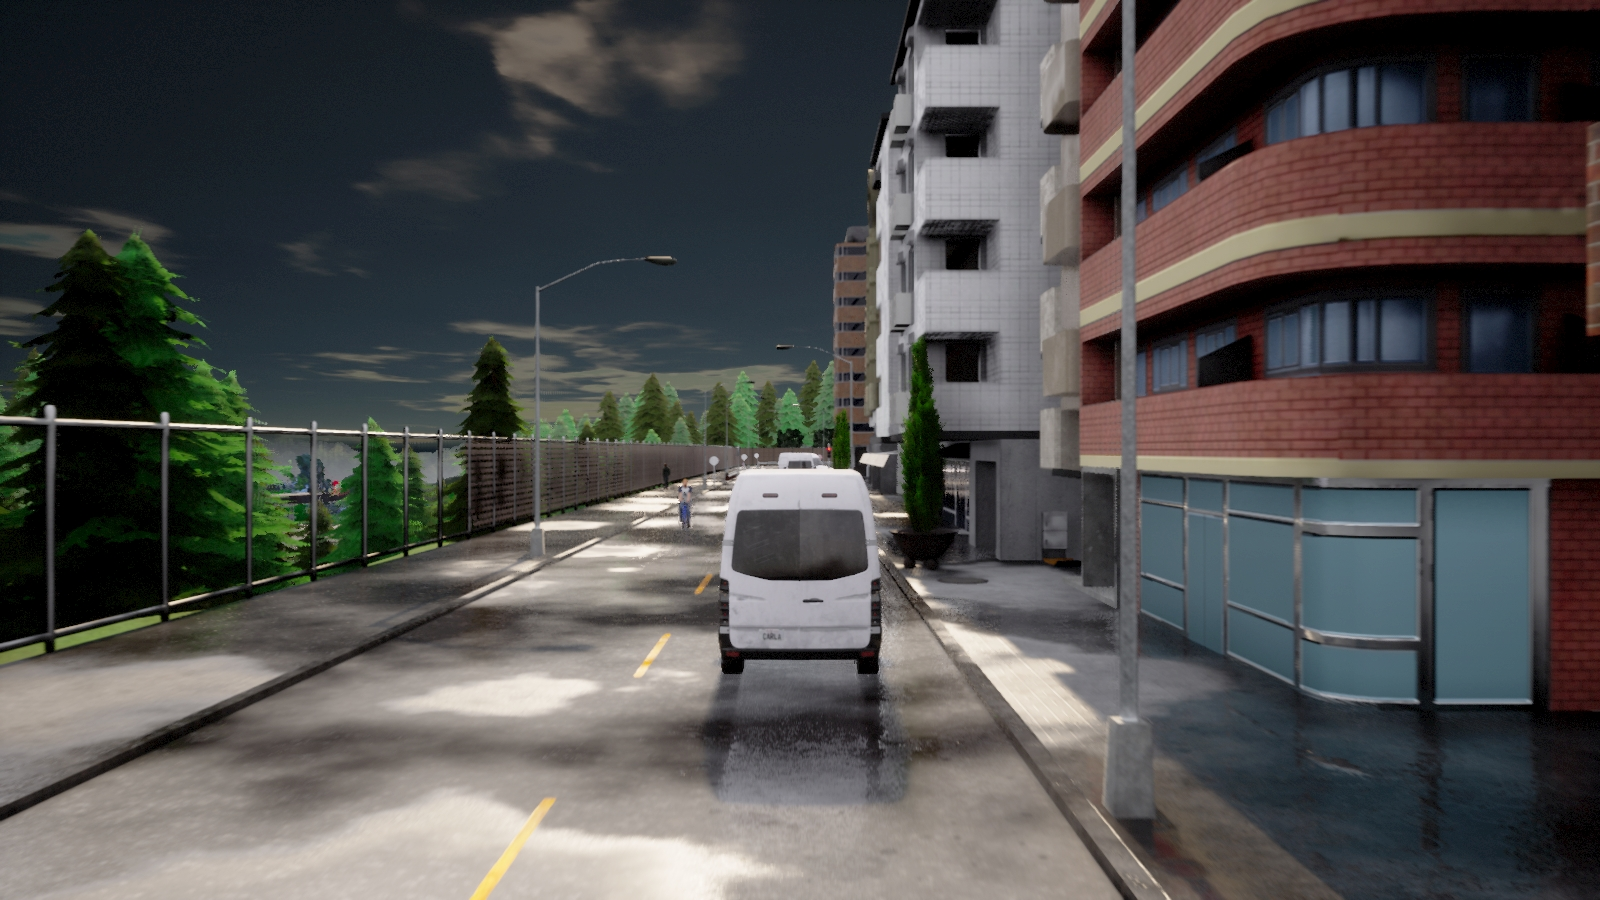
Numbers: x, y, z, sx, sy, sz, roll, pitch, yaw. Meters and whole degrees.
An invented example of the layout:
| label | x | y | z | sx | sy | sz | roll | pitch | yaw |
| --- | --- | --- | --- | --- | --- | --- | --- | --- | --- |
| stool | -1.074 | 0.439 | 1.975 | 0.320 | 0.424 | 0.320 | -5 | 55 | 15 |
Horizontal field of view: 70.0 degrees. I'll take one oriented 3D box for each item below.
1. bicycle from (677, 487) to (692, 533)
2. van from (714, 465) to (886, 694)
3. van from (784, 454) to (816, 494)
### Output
| label | x | y | z | sx | sy | sz | roll | pitch | yaw |
| --- | --- | --- | --- | --- | --- | --- | --- | --- | --- |
| bicycle | -4.001 | 2.058 | 39.714 | 0.373 | 1.496 | 1.643 | 0 | 0 | 0 |
| van | -0.006 | 1.535 | 16.165 | 1.988 | 2.561 | 5.915 | 0 | 0 | 0 |
| van | -0.004 | 1.538 | 75.651 | 1.988 | 2.561 | 5.915 | 0 | 0 | 0 |
